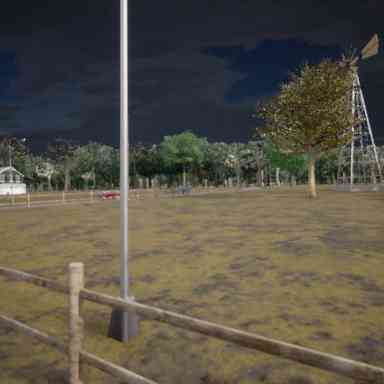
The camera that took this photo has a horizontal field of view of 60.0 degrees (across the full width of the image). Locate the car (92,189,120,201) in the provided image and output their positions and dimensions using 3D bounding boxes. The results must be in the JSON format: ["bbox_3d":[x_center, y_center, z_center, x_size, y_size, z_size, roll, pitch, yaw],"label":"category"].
[{"bbox_3d":[-11.859,0.413,47.204,1.882,1.535,5.008,-3,1,35],"label":"car"}]

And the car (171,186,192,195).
[{"bbox_3d":[-1.902,-0.323,61.090,1.837,1.490,4.892,-3,1,35],"label":"car"}]
